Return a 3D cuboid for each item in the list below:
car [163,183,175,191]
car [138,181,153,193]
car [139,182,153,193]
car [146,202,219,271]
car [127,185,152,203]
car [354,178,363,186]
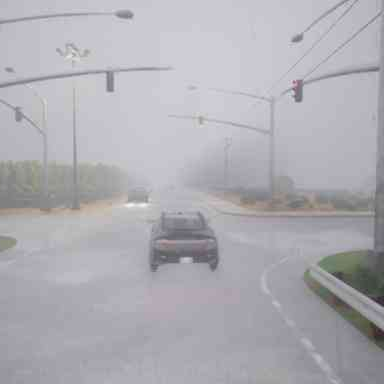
[{"bbox_3d":[-4.012,-0.923,57.858,1.812,1.442,4.674,0,3,-4],"label":"car"},{"bbox_3d":[-7.159,-0.808,51.860,2.097,1.767,4.553,0,3,-5],"label":"car"},{"bbox_3d":[-6.163,-0.150,41.808,1.812,1.442,4.674,0,3,-6],"label":"car"},{"bbox_3d":[-0.378,1.319,10.409,2.128,1.511,4.902,0,3,-6],"label":"car"},{"bbox_3d":[-5.318,0.302,33.195,1.994,1.385,4.181,0,3,-5],"label":"car"},{"bbox_3d":[41.338,-2.489,81.812,1.905,1.878,3.866,10,10,40],"label":"car"}]
